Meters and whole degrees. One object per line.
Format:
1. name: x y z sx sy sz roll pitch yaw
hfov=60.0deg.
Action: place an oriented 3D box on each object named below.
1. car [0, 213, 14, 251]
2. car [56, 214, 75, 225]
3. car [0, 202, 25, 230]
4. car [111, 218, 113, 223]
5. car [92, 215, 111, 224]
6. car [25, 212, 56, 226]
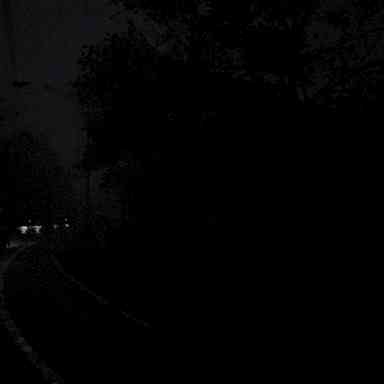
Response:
1. car: -8.055 1.651 11.995 1.994 1.385 4.181 0 -1 -18
2. car: -17.052 3.666 44.756 1.837 1.490 4.892 0 -5 -8
3. car: -14.039 1.714 23.167 2.150 2.045 5.566 0 -3 -7
4. car: -15.967 5.326 62.704 1.895 1.301 4.718 0 -5 -7
5. car: -14.527 4.352 52.361 2.033 1.411 5.357 0 -5 -8
6. car: -15.414 2.707 33.072 1.994 1.385 4.181 0 -5 -8
